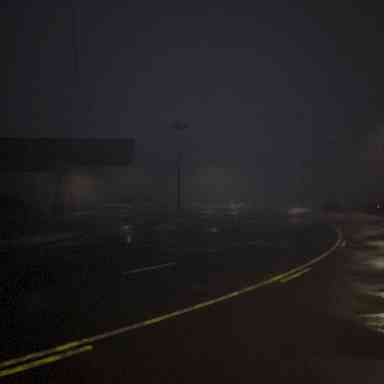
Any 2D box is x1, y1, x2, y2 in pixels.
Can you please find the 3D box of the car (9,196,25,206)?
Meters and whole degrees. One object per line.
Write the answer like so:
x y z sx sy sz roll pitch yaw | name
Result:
-30.544 1.563 55.867 4.611 1.667 2.242 0 0 6 | car

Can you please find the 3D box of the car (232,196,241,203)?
11.486 2.035 84.068 1.882 1.535 5.008 0 0 6 | car

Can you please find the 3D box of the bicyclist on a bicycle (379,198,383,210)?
27.341 1.668 46.965 1.656 1.620 0.582 0 0 -20 | bicyclist on a bicycle

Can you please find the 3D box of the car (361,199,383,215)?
20.758 1.640 37.174 2.097 1.767 4.553 0 0 6 | car

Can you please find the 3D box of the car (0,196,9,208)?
-30.356 1.688 50.074 3.806 1.475 1.970 0 0 6 | car

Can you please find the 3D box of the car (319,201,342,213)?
17.865 1.842 42.862 1.812 1.442 4.674 0 0 6 | car
